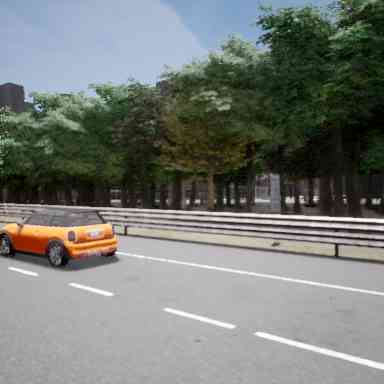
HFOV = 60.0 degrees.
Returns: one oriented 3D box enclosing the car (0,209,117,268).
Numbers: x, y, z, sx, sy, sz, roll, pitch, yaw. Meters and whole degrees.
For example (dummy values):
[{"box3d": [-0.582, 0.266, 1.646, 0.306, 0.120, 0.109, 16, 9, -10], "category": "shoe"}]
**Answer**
[{"box3d": [-4.743, 1.354, 11.558, 4.553, 1.767, 2.097, 0, 0, 35], "category": "car"}]
